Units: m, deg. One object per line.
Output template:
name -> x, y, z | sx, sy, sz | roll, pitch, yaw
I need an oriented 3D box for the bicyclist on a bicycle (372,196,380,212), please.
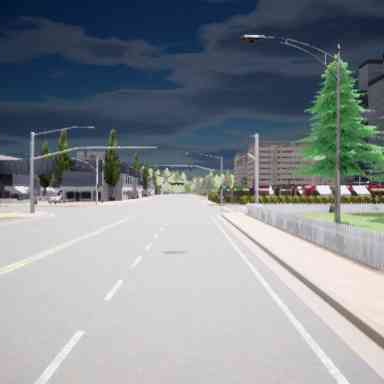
bicyclist on a bicycle -> 18.793, 1.277, 34.107 | 0.582, 1.620, 1.656 | 0, 0, -1
